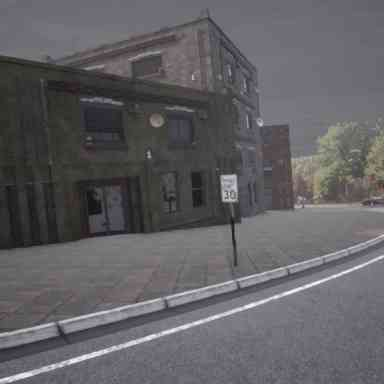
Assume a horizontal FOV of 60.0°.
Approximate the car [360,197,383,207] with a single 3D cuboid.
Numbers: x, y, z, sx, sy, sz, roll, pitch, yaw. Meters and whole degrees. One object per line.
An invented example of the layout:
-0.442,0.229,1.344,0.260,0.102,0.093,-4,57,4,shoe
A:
28.693,1.485,52.852,1.882,1.535,5.008,-5,-2,-1,car
